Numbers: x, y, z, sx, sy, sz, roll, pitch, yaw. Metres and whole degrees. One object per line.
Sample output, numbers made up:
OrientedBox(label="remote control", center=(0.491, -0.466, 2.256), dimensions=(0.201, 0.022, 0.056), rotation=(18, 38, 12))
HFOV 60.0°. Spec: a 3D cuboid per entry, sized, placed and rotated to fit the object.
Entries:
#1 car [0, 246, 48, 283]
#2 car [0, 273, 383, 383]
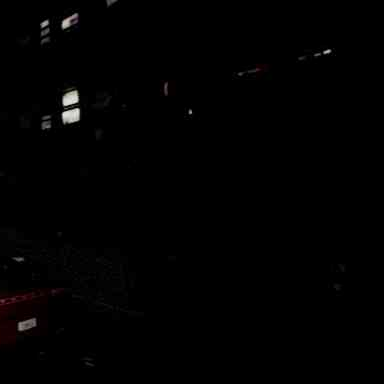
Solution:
OrientedBox(label="car", center=(-3.899, 1.549, 5.523), dimensions=(4.507, 1.381, 1.887), rotation=(0, -1, 36))
OrientedBox(label="car", center=(0.604, 1.545, 2.314), dimensions=(4.507, 1.381, 1.887), rotation=(0, -1, 36))
